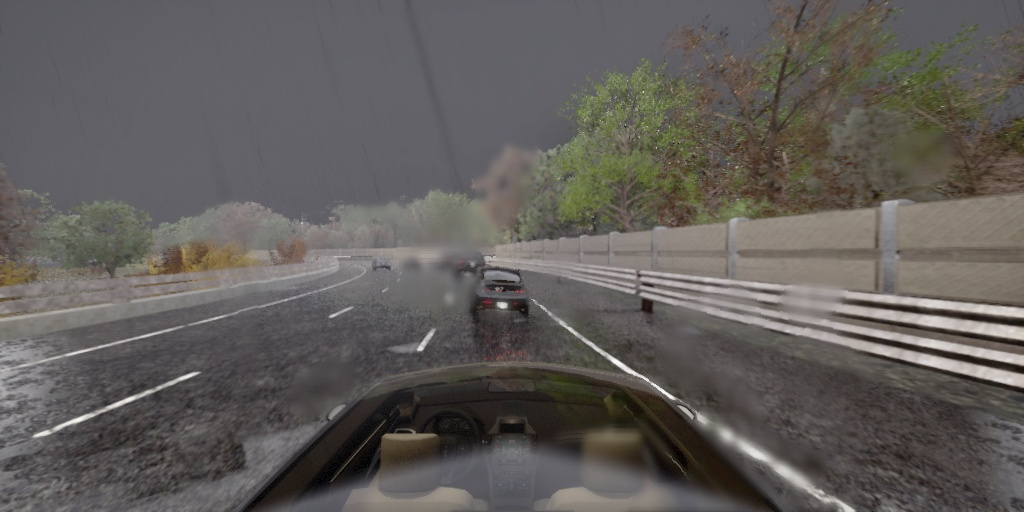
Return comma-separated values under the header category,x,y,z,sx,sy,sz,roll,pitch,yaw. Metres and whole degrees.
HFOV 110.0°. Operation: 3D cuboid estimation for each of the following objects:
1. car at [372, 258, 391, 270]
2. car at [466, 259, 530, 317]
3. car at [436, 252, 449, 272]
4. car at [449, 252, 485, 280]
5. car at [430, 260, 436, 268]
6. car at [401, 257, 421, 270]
category,x,y,z,sx,sy,sz,roll,pitch,yaw
car,-15.504,0.937,42.595,2.033,1.411,5.357,-1,1,-25
car,-0.554,1.110,12.668,1.837,1.490,4.892,4,1,-8
car,-6.728,0.597,39.530,2.150,2.045,5.566,0,1,-17
car,-3.443,0.702,28.312,2.150,2.045,5.566,0,1,-15
car,-8.993,0.926,45.306,1.895,1.301,4.718,-1,1,-25
car,-12.485,0.860,44.406,1.837,1.490,4.892,-1,1,-25
